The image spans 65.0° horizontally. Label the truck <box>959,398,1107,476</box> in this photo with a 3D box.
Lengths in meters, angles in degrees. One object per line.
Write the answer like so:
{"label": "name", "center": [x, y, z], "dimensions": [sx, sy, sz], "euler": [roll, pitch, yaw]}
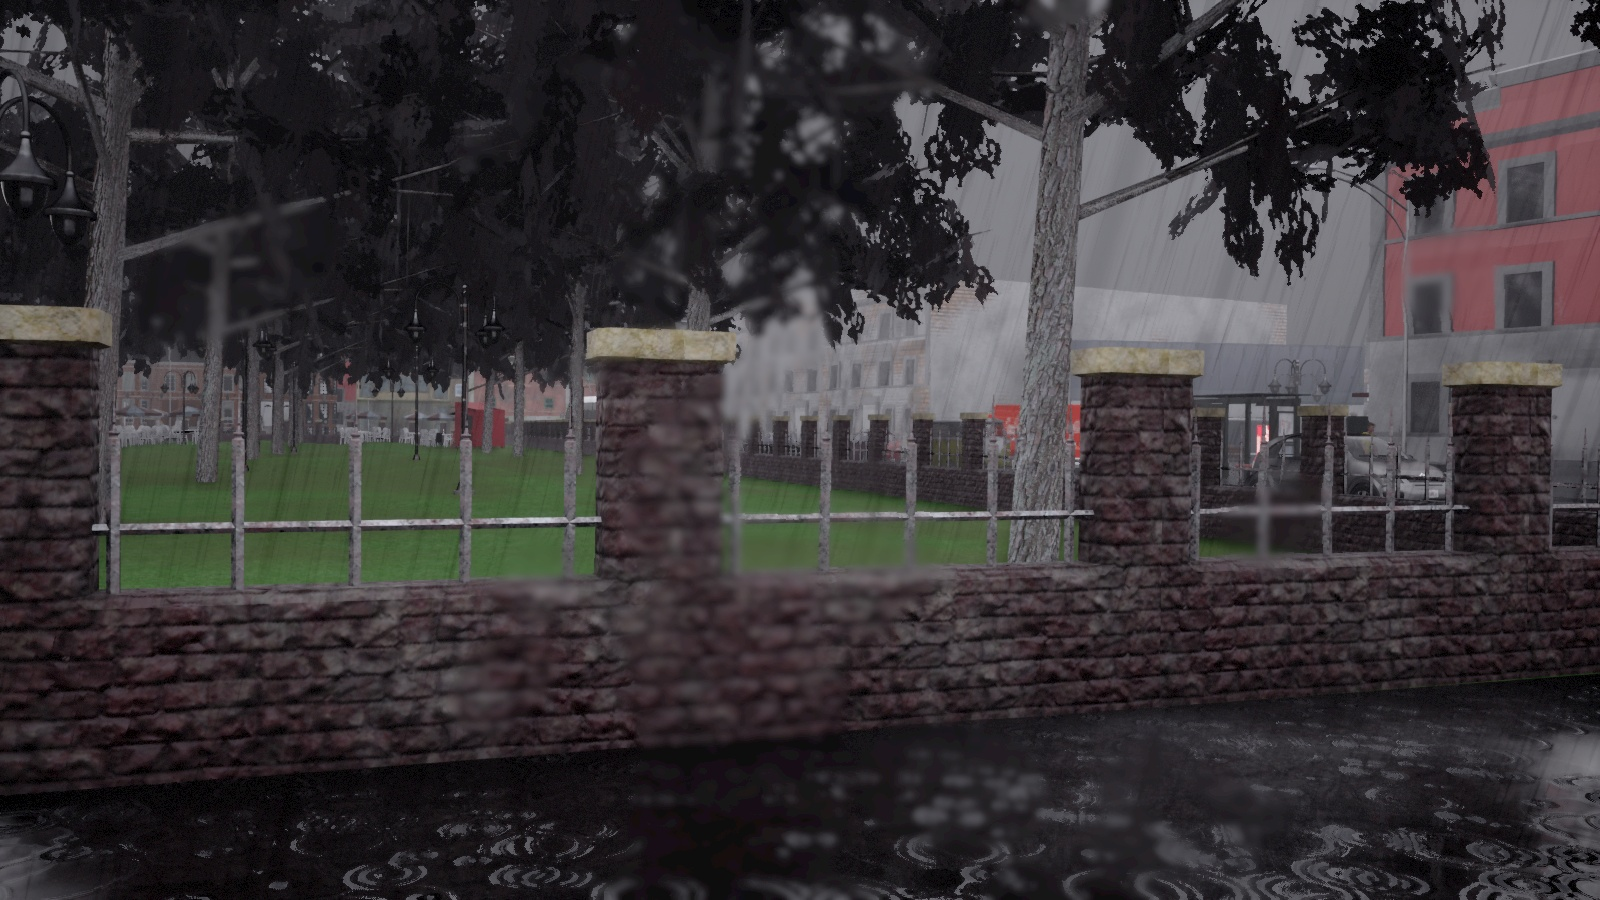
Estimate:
{"label": "truck", "center": [7.766, -0.464, 42.502], "dimensions": [2.627, 2.467, 5.204], "euler": [-1, 1, -20]}

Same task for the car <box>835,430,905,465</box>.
{"label": "car", "center": [3.060, -0.128, 55.758], "dimensions": [1.845, 1.501, 3.633], "euler": [-1, 1, -20]}

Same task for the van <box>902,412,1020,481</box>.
{"label": "van", "center": [4.886, -0.132, 38.675], "dimensions": [1.775, 1.987, 4.442], "euler": [-1, 1, -20]}

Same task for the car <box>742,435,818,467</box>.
{"label": "car", "center": [-0.919, 0.013, 55.012], "dimensions": [1.895, 1.301, 4.718], "euler": [-1, 1, -20]}

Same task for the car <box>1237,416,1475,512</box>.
{"label": "car", "center": [10.278, 0.202, 23.553], "dimensions": [1.851, 1.617, 3.988], "euler": [-1, 1, -19]}
